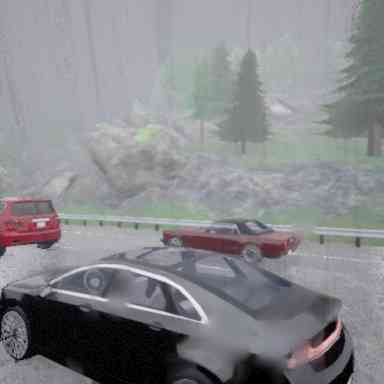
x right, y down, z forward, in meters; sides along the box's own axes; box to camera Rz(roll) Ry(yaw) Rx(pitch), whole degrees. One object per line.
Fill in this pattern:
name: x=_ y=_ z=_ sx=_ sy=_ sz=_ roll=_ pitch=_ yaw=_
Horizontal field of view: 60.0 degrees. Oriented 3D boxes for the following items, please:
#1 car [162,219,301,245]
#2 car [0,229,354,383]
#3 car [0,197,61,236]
car: x=1.180 y=1.581 z=11.570 sx=4.718 sy=1.301 sz=1.895 roll=0 pitch=0 yaw=34
car: x=-0.627 y=1.487 z=4.308 sx=4.902 sy=1.511 sz=2.128 roll=0 pitch=0 yaw=35
car: x=-7.522 y=1.232 z=13.016 sx=5.566 sy=2.045 sz=2.150 roll=0 pitch=0 yaw=32
